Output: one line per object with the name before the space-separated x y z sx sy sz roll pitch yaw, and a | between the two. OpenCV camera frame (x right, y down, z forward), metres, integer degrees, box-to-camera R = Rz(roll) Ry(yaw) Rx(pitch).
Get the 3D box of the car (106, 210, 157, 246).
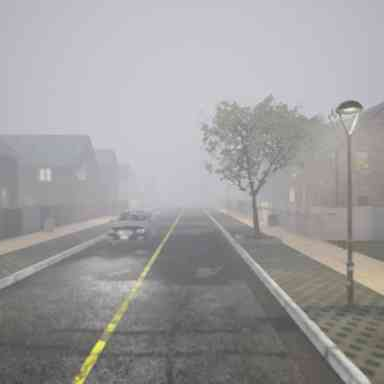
car | -2.820 1.665 16.393 2.128 1.511 4.902 0 -1 0
